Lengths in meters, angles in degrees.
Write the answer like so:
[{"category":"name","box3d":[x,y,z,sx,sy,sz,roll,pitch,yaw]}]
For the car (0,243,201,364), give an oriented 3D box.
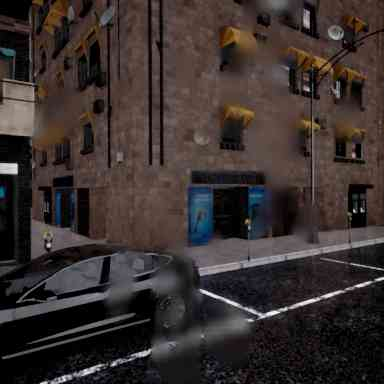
[{"category":"car","box3d":[-1.837,1.566,5.256,4.313,1.339,1.947,0,0,-36]}]
